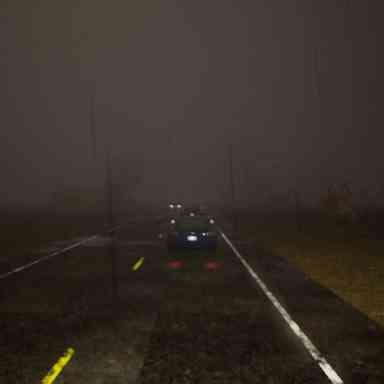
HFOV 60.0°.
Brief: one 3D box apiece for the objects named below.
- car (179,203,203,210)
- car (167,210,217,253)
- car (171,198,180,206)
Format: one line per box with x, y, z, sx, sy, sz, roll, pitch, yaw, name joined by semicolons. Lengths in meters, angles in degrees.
0.009;1.834;29.334;1.994;1.385;4.181;0;0;0;car
0.009;1.701;14.308;1.994;1.385;4.181;0;0;0;car
-3.489;2.114;70.995;1.812;1.442;4.674;0;0;0;car
